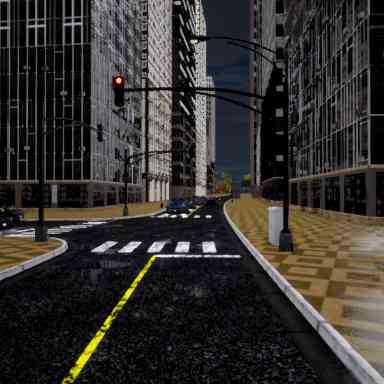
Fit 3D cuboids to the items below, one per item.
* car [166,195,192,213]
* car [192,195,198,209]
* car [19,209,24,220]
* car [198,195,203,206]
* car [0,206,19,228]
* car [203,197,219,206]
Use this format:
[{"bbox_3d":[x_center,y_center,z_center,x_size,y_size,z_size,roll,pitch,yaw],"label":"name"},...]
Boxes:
[{"bbox_3d":[-1.546,1.328,36.185,2.097,1.767,4.553,0,0,5],"label":"car"},{"bbox_3d":[-0.771,1.315,45.119,2.097,1.767,4.553,0,0,6],"label":"car"},{"bbox_3d":[-16.426,1.854,28.068,4.403,1.369,2.008,-1,1,10],"label":"car"},{"bbox_3d":[0.156,1.299,53.885,2.097,1.767,4.553,0,0,7],"label":"car"},{"bbox_3d":[-14.677,1.774,21.913,5.357,1.411,2.033,-1,0,9],"label":"car"},{"bbox_3d":[3.458,1.490,54.932,2.033,1.411,5.357,0,0,7],"label":"car"}]
